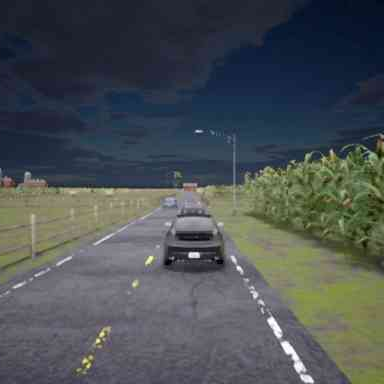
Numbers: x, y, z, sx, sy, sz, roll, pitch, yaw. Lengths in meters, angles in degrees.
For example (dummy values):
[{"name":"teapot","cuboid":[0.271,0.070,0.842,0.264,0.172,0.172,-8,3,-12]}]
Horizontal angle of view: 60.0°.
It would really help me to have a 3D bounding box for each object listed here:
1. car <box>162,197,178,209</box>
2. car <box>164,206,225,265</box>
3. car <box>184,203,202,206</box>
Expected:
[{"name":"car","cuboid":[-2.852,1.415,43.895,1.812,1.442,4.674,0,0,0]},{"name":"car","cuboid":[0.073,1.480,11.609,1.837,1.490,4.892,0,0,0]},{"name":"car","cuboid":[0.075,1.535,27.895,1.895,1.301,4.718,0,0,0]}]
